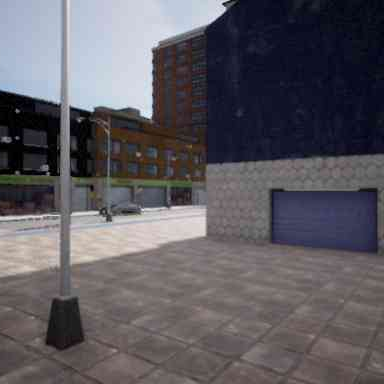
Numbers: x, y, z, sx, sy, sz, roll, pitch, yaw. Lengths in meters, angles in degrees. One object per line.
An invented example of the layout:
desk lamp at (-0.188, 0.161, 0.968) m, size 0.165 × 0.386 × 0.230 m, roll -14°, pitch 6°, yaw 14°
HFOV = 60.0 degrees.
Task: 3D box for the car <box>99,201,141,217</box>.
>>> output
car at (-6.885, 1.566, 32.012) m, size 1.994 × 1.385 × 4.181 m, roll 0°, pitch 0°, yaw 36°
